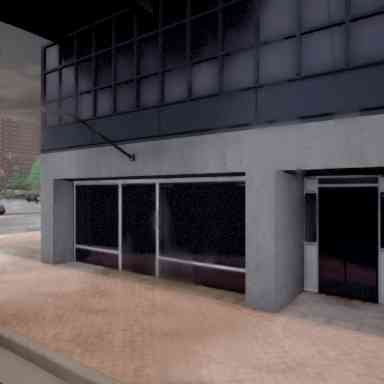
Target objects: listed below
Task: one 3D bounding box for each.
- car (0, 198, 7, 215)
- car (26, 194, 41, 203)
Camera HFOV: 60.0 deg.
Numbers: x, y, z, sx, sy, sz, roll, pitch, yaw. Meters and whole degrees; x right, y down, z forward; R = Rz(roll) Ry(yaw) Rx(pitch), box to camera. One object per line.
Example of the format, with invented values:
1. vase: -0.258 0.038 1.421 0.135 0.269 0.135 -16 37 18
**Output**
1. car: -17.866 1.491 27.171 2.128 1.511 4.902 0 0 36
2. car: -30.218 1.153 64.697 4.605 1.855 1.932 0 0 35
